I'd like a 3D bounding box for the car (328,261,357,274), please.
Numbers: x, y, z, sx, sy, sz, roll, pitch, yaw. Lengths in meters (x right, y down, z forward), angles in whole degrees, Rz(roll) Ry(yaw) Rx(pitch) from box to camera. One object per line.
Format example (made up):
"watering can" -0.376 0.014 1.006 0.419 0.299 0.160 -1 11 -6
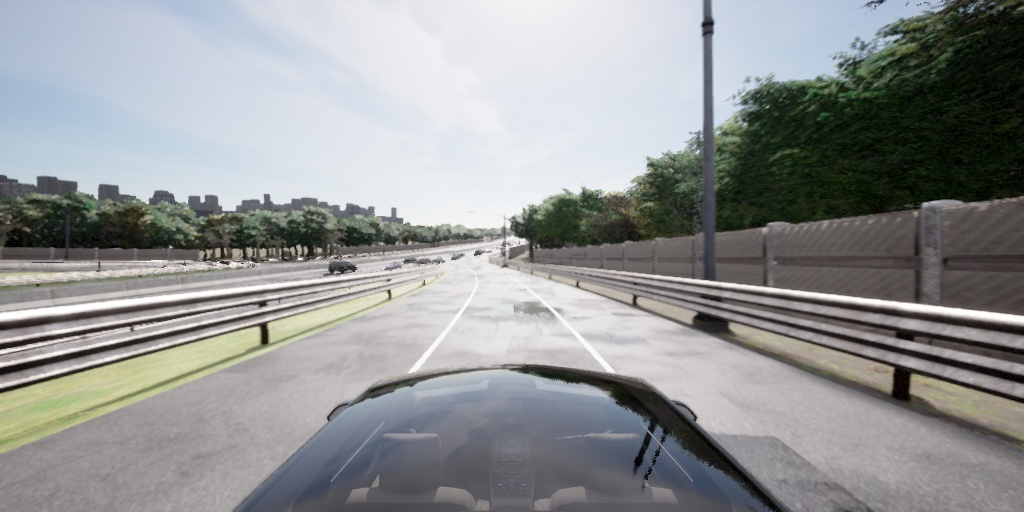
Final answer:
"car" -27.707 1.764 58.711 2.150 2.045 5.566 0 2 7
